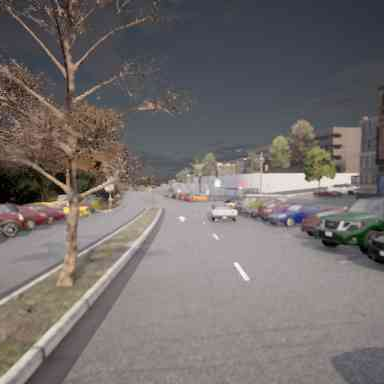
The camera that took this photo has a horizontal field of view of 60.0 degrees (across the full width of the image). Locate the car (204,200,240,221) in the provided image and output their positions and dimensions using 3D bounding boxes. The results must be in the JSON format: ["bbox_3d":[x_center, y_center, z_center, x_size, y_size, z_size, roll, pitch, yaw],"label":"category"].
[{"bbox_3d":[2.307,1.577,26.776,1.895,1.301,4.718,0,0,-3],"label":"car"}]

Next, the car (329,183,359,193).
[{"bbox_3d":[24.109,-0.431,52.630,2.435,2.045,5.566,-7,4,-29],"label":"car"}]

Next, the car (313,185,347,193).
[{"bbox_3d":[21.152,0.149,52.172,2.002,1.452,4.674,-7,4,-29],"label":"car"}]

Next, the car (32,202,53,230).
[{"bbox_3d":[-10.948,1.540,19.654,4.674,1.452,2.002,-1,0,-22],"label":"car"}]

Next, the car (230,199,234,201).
[{"bbox_3d":[6.575,1.317,34.301,4.553,1.767,2.185,1,0,-24],"label":"car"}]

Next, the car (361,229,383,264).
[{"bbox_3d":[3.064,1.349,1.626,2.097,1.767,4.553,0,0,0],"label":"car"}]

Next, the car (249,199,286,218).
[{"bbox_3d":[7.086,1.491,25.246,4.674,1.452,2.002,1,0,-23],"label":"car"}]

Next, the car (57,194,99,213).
[{"bbox_3d":[-11.586,1.369,31.492,4.553,1.767,2.185,-1,0,-24],"label":"car"}]

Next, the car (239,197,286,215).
[{"bbox_3d":[6.934,1.450,28.261,4.892,1.521,2.231,1,0,-24],"label":"car"}]

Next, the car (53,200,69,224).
[{"bbox_3d":[-11.090,1.539,22.611,4.674,1.452,2.002,-1,0,-23],"label":"car"}]

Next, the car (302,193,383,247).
[{"bbox_3d":[7.549,1.213,13.153,5.566,2.045,2.435,1,0,-22],"label":"car"}]

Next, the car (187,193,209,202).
[{"bbox_3d":[1.874,1.485,77.896,4.553,1.767,2.185,0,0,-29],"label":"car"}]

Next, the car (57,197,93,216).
[{"bbox_3d":[-11.594,1.496,28.451,5.366,1.575,1.946,-1,0,-23],"label":"car"}]

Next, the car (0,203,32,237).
[{"bbox_3d":[-10.803,1.375,16.704,4.553,1.767,2.185,-1,0,-22],"label":"car"}]

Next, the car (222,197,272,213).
[{"bbox_3d":[6.157,1.434,37.225,5.366,1.575,1.946,1,0,-25],"label":"car"}]

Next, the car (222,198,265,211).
[{"bbox_3d":[6.273,1.472,40.283,4.792,1.488,2.163,1,0,-25],"label":"car"}]

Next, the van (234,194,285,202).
[{"bbox_3d":[6.643,1.218,31.226,4.442,1.987,1.878,1,0,-24],"label":"van"}]

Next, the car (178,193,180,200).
[{"bbox_3d":[-0.415,1.574,92.840,5.366,1.575,1.946,0,0,-30],"label":"car"}]

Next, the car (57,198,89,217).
[{"bbox_3d":[-11.083,1.492,25.646,5.366,1.575,1.946,-1,0,-23],"label":"car"}]

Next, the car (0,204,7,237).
[{"bbox_3d":[-10.898,1.502,13.664,5.366,1.575,1.946,-1,0,-22],"label":"car"}]

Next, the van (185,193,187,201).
[{"bbox_3d":[1.333,1.377,80.824,4.442,1.987,1.878,0,0,-29],"label":"van"}]

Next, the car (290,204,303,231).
[{"bbox_3d":[7.474,1.501,16.193,4.674,1.452,2.002,1,0,-22],"label":"car"}]

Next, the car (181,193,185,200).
[{"bbox_3d":[0.921,1.345,83.835,5.566,2.045,2.435,1,0,-30],"label":"car"}]

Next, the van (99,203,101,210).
[{"bbox_3d":[-11.723,1.267,34.483,4.442,1.987,1.878,-1,0,-24],"label":"van"}]

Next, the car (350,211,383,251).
[{"bbox_3d":[7.651,1.468,10.147,5.008,1.535,2.097,1,0,-22],"label":"car"}]

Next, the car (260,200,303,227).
[{"bbox_3d":[7.240,1.495,22.225,4.674,1.452,2.002,1,0,-23],"label":"car"}]
